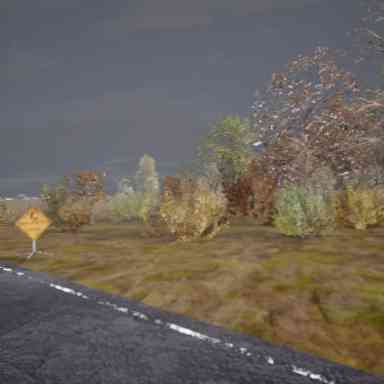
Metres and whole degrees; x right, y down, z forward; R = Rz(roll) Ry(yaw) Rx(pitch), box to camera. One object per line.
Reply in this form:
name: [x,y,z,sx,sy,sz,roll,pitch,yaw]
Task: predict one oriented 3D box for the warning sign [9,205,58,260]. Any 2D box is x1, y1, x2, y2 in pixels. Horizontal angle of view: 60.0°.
warning sign: [-5.846,1.428,12.297,1.060,1.860,1.300,-2,-1,42]
